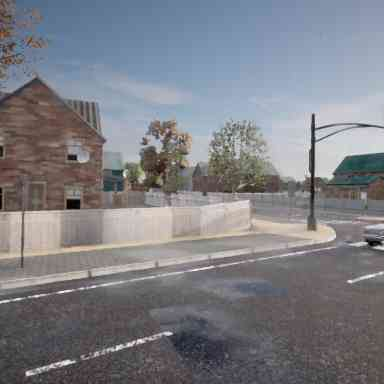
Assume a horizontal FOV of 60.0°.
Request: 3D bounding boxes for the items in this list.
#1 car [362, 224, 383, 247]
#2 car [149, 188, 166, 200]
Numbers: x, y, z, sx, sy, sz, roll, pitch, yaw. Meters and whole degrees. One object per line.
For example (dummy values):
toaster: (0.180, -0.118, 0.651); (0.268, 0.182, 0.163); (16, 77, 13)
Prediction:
car: (9.172, 1.614, 13.932); (4.718, 1.301, 1.895); (0, 0, -35)
car: (-6.516, 0.336, 61.647); (2.150, 2.045, 5.566); (1, 1, -21)
